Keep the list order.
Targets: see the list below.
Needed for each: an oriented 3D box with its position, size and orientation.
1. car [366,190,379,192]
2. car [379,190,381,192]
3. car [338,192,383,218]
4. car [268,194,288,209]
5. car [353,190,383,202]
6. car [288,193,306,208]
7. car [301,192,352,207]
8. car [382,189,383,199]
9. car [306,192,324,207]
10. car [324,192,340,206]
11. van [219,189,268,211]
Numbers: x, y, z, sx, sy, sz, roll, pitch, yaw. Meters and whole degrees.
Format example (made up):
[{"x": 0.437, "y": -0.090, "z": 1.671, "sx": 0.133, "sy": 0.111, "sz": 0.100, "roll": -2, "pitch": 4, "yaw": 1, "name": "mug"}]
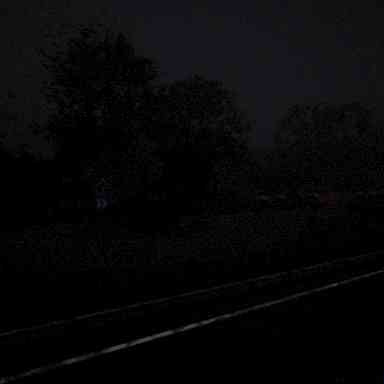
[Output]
[{"x": 20.344, "y": 0.698, "z": 42.299, "sx": 2.097, "sy": 1.535, "sz": 5.008, "roll": -2, "pitch": 1, "yaw": -35, "name": "car"}, {"x": 22.629, "y": 0.630, "z": 43.898, "sx": 2.097, "sy": 1.535, "sz": 5.008, "roll": -2, "pitch": 1, "yaw": -35, "name": "car"}, {"x": 12.029, "y": 0.949, "z": 20.485, "sx": 2.163, "sy": 1.488, "sz": 4.792, "roll": 0, "pitch": 0, "yaw": -35, "name": "car"}, {"x": 6.633, "y": 0.941, "z": 32.712, "sx": 2.002, "sy": 1.452, "sz": 4.674, "roll": 0, "pitch": 0, "yaw": -35, "name": "car"}, {"x": 25.019, "y": 0.549, "z": 45.570, "sx": 2.231, "sy": 1.521, "sz": 4.892, "roll": -2, "pitch": 1, "yaw": -35, "name": "car"}, {"x": 8.914, "y": 0.929, "z": 34.309, "sx": 2.002, "sy": 1.452, "sz": 4.674, "roll": 0, "pitch": 0, "yaw": -35, "name": "car"}, {"x": 15.773, "y": 0.801, "z": 39.332, "sx": 1.946, "sy": 1.575, "sz": 5.366, "roll": -1, "pitch": 1, "yaw": -35, "name": "car"}, {"x": 31.864, "y": 0.265, "z": 50.142, "sx": 1.946, "sy": 1.575, "sz": 5.366, "roll": -3, "pitch": 2, "yaw": -35, "name": "car"}, {"x": 11.285, "y": 0.900, "z": 36.000, "sx": 2.163, "sy": 1.488, "sz": 4.792, "roll": 0, "pitch": 0, "yaw": -35, "name": "car"}, {"x": 13.482, "y": 0.839, "z": 37.730, "sx": 1.946, "sy": 1.575, "sz": 5.366, "roll": -1, "pitch": 1, "yaw": -35, "name": "car"}, {"x": 4.516, "y": 0.688, "z": 31.072, "sx": 1.878, "sy": 1.987, "sz": 4.442, "roll": 0, "pitch": 1, "yaw": -35, "name": "van"}]
